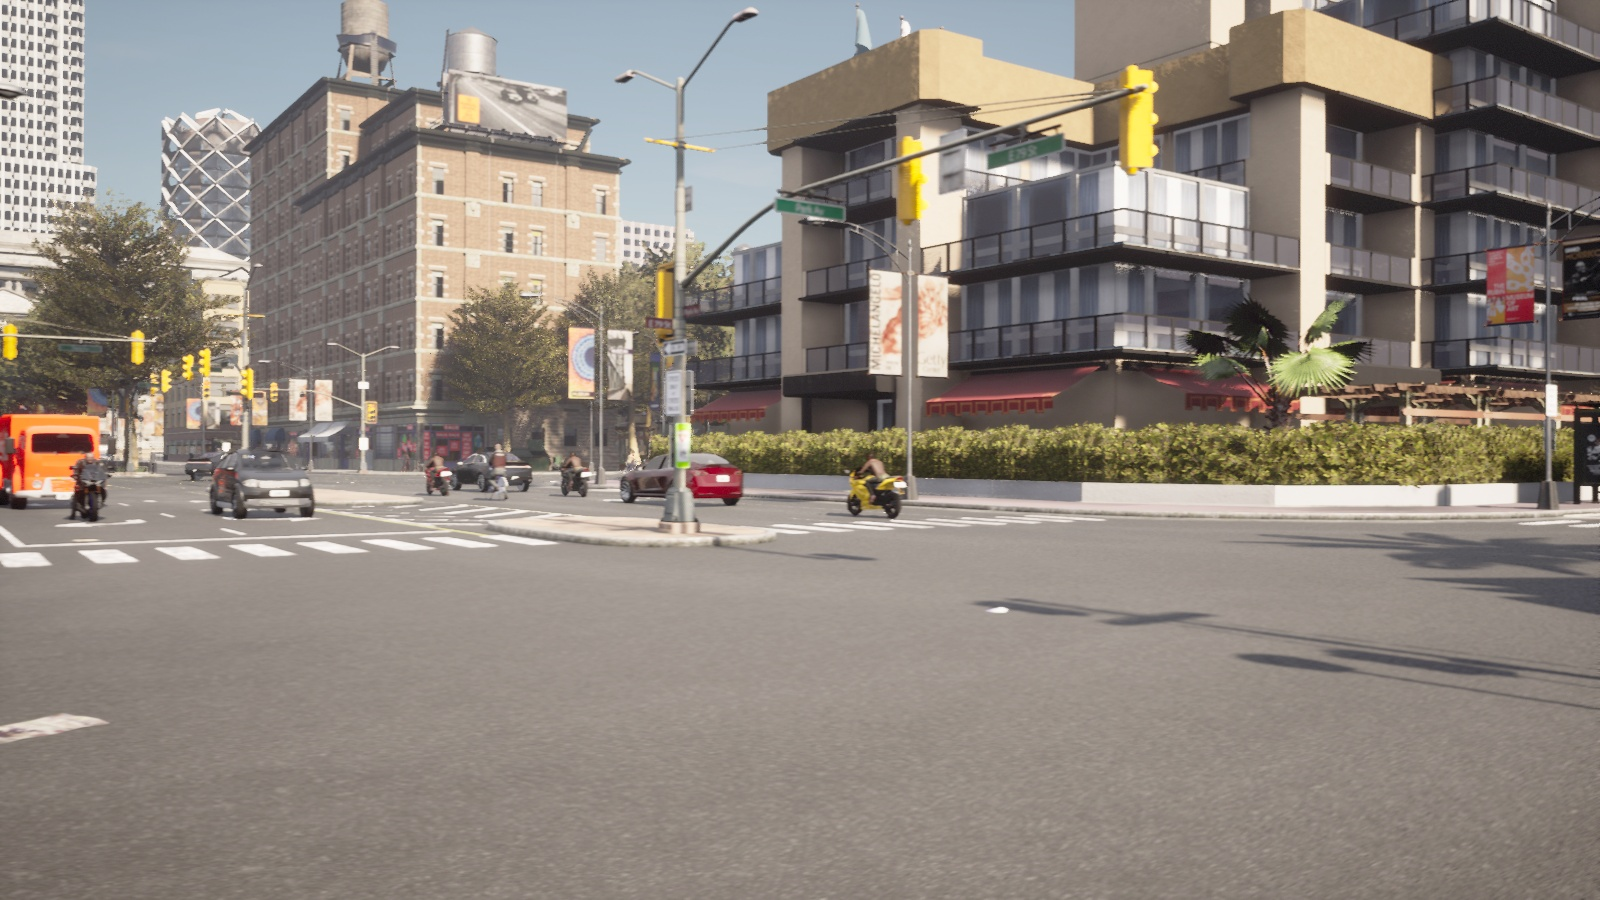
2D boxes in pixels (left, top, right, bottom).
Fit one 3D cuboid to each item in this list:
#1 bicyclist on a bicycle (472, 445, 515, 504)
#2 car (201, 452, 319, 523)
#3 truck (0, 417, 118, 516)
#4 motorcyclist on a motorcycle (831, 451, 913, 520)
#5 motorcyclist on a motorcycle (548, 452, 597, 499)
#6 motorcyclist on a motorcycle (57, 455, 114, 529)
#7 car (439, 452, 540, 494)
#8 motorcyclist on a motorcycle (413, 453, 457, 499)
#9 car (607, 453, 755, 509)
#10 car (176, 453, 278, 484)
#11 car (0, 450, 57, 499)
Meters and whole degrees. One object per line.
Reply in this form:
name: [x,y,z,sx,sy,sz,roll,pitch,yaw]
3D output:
bicyclist on a bicycle: [-9.428,0.730,38.549,0.659,1.776,1.843,0,0,-35]
car: [-12.595,0.822,29.183,1.789,1.549,3.705,0,0,-35]
truck: [-20.499,0.362,34.272,2.627,2.467,5.204,0,2,-36]
motorcyclist on a motorcycle: [1.641,0.795,28.996,0.797,1.523,2.044,0,0,-35]
motorcyclist on a motorcycle: [-7.635,0.846,42.072,0.797,1.523,2.044,0,0,-35]
motorcyclist on a motorcycle: [-15.514,0.879,27.248,0.866,1.530,2.191,0,0,-35]
car: [-11.946,0.844,48.097,2.128,1.511,4.902,0,0,-35]
motorcyclist on a motorcycle: [-12.462,0.858,42.831,0.797,1.523,2.044,0,0,-35]
car: [-3.510,0.841,36.250,2.163,1.488,4.792,0,0,-35]
car: [-29.585,0.923,65.002,2.128,1.511,4.902,0,0,15]
car: [-28.857,0.844,44.647,4.856,1.649,2.033,0,0,29]
